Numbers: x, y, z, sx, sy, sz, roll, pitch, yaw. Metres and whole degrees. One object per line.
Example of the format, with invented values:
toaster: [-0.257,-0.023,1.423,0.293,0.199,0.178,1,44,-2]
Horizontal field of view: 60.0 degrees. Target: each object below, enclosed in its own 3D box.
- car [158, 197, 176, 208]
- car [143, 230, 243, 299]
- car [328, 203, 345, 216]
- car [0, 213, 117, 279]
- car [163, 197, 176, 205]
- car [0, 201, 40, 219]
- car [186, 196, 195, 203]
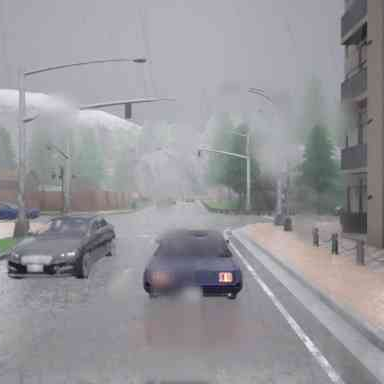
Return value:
car: [-3.790,1.547,47.897,2.033,1.411,5.357,0,0,0]
car: [0.026,1.601,8.381,1.895,1.301,4.718,0,0,0]
car: [14.709,1.367,29.892,4.553,1.767,2.097,0,0,-1]
car: [-3.610,1.491,10.110,2.128,1.511,4.902,0,0,0]
car: [-3.816,1.564,57.886,1.994,1.385,4.181,0,0,1]
car: [-14.212,1.464,25.300,5.008,1.535,1.882,0,0,-2]
car: [-0.305,1.547,68.230,2.033,1.411,5.357,0,0,0]
